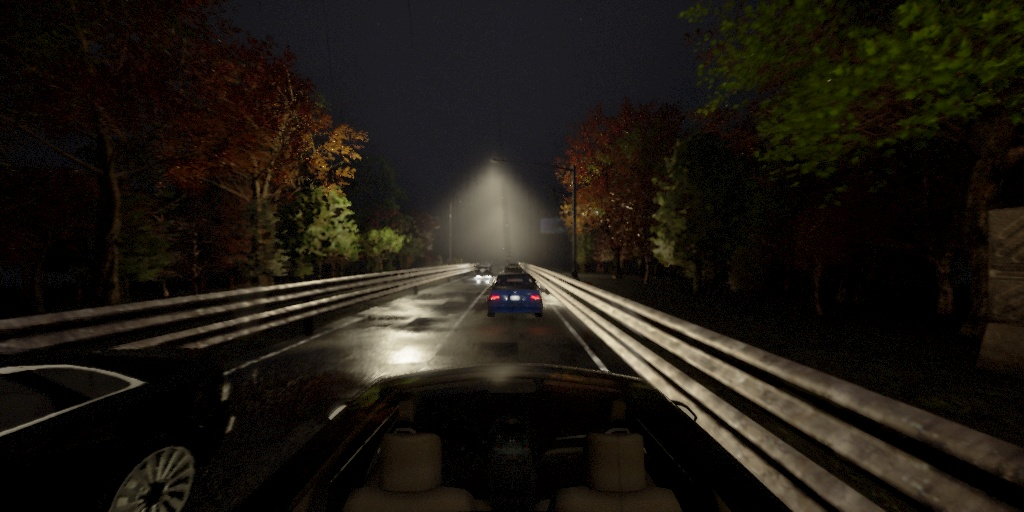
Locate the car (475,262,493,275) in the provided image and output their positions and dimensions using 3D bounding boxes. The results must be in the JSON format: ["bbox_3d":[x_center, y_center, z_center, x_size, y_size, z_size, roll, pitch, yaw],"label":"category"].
[{"bbox_3d":[-3.334,1.530,43.458,2.128,1.511,4.902,0,-1,0],"label":"car"}]

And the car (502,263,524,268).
[{"bbox_3d":[0.099,1.461,36.003,1.837,1.490,4.892,0,-1,0],"label":"car"}]

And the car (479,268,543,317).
[{"bbox_3d":[0.094,1.317,13.261,2.033,1.411,5.357,0,0,0],"label":"car"}]

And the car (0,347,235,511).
[{"bbox_3d":[-3.350,1.243,1.074,2.128,1.511,4.902,0,0,0],"label":"car"}]
